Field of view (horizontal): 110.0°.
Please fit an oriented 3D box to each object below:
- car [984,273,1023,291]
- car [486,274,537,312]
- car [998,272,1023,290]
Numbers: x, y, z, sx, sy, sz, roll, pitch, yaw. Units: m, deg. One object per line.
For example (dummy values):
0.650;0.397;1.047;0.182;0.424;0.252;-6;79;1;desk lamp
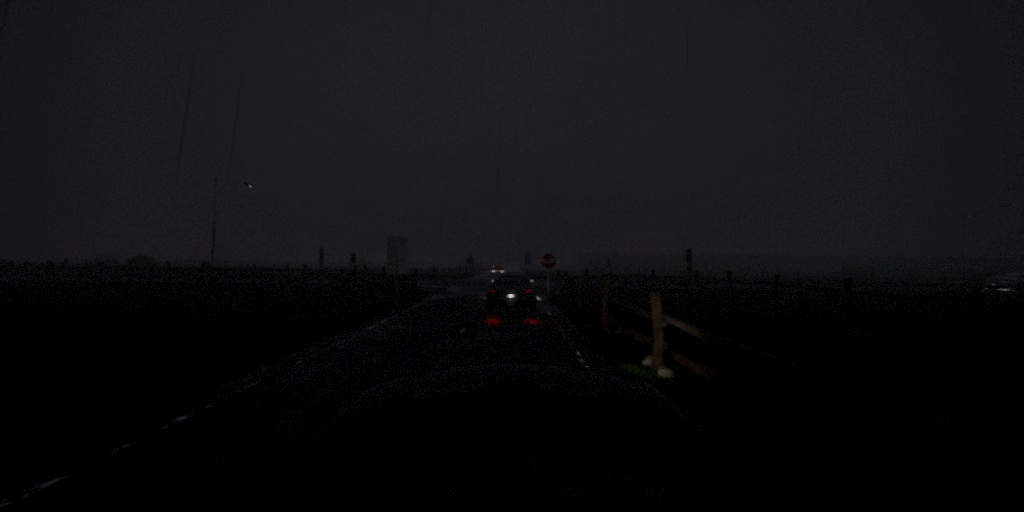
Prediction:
41.633;2.129;29.294;4.674;1.442;1.812;1;-2;0;car
0.020;1.462;15.185;1.994;1.385;4.181;0;-1;2;car
47.247;2.263;32.144;4.892;1.490;1.837;1;-2;0;car
